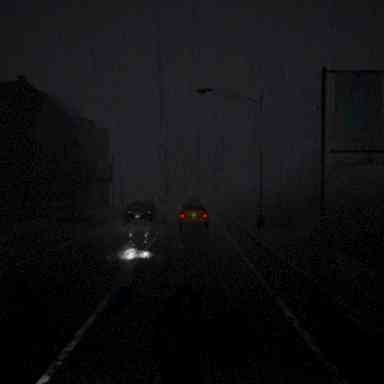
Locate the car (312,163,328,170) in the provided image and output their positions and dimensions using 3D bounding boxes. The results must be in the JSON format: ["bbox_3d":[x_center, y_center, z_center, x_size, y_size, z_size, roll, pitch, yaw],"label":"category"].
[{"bbox_3d":[22.469,-4.119,55.198,2.097,1.535,5.008,0,1,-4],"label":"car"}]

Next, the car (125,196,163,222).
[{"bbox_3d":[-3.588,1.330,24.293,2.128,1.511,4.902,0,0,0],"label":"car"}]

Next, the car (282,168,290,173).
[{"bbox_3d":[21.762,-4.500,71.793,2.231,1.521,4.892,0,1,-1],"label":"car"}]

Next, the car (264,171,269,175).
[{"bbox_3d":[21.412,-4.759,88.222,2.002,1.452,4.674,0,1,-1],"label":"car"}]

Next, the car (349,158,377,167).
[{"bbox_3d":[23.553,-3.813,44.003,2.163,1.488,4.792,0,1,-6],"label":"car"}]

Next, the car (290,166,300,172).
[{"bbox_3d":[21.889,-4.387,66.275,2.231,1.521,4.892,0,1,-1],"label":"car"}]

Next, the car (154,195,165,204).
[{"bbox_3d":[-6.714,1.395,65.540,2.097,1.767,4.553,-1,-1,-16],"label":"car"}]

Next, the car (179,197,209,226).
[{"bbox_3d":[0.106,1.311,21.687,1.801,1.575,5.366,0,0,0],"label":"car"}]

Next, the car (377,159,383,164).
[{"bbox_3d":[24.253,-3.667,38.530,2.002,1.452,4.674,0,1,-7],"label":"car"}]

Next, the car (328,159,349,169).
[{"bbox_3d":[22.935,-4.108,49.692,2.185,1.767,4.553,0,1,-5],"label":"car"}]

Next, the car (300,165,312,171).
[{"bbox_3d":[22.120,-4.216,60.734,2.002,1.452,4.674,0,1,-2],"label":"car"}]

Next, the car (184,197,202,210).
[{"bbox_3d":[0.105,1.312,40.770,2.033,1.411,5.357,0,0,0],"label":"car"}]

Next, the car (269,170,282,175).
[{"bbox_3d":[21.529,-4.826,82.728,2.185,1.767,4.553,0,1,-1],"label":"car"}]
